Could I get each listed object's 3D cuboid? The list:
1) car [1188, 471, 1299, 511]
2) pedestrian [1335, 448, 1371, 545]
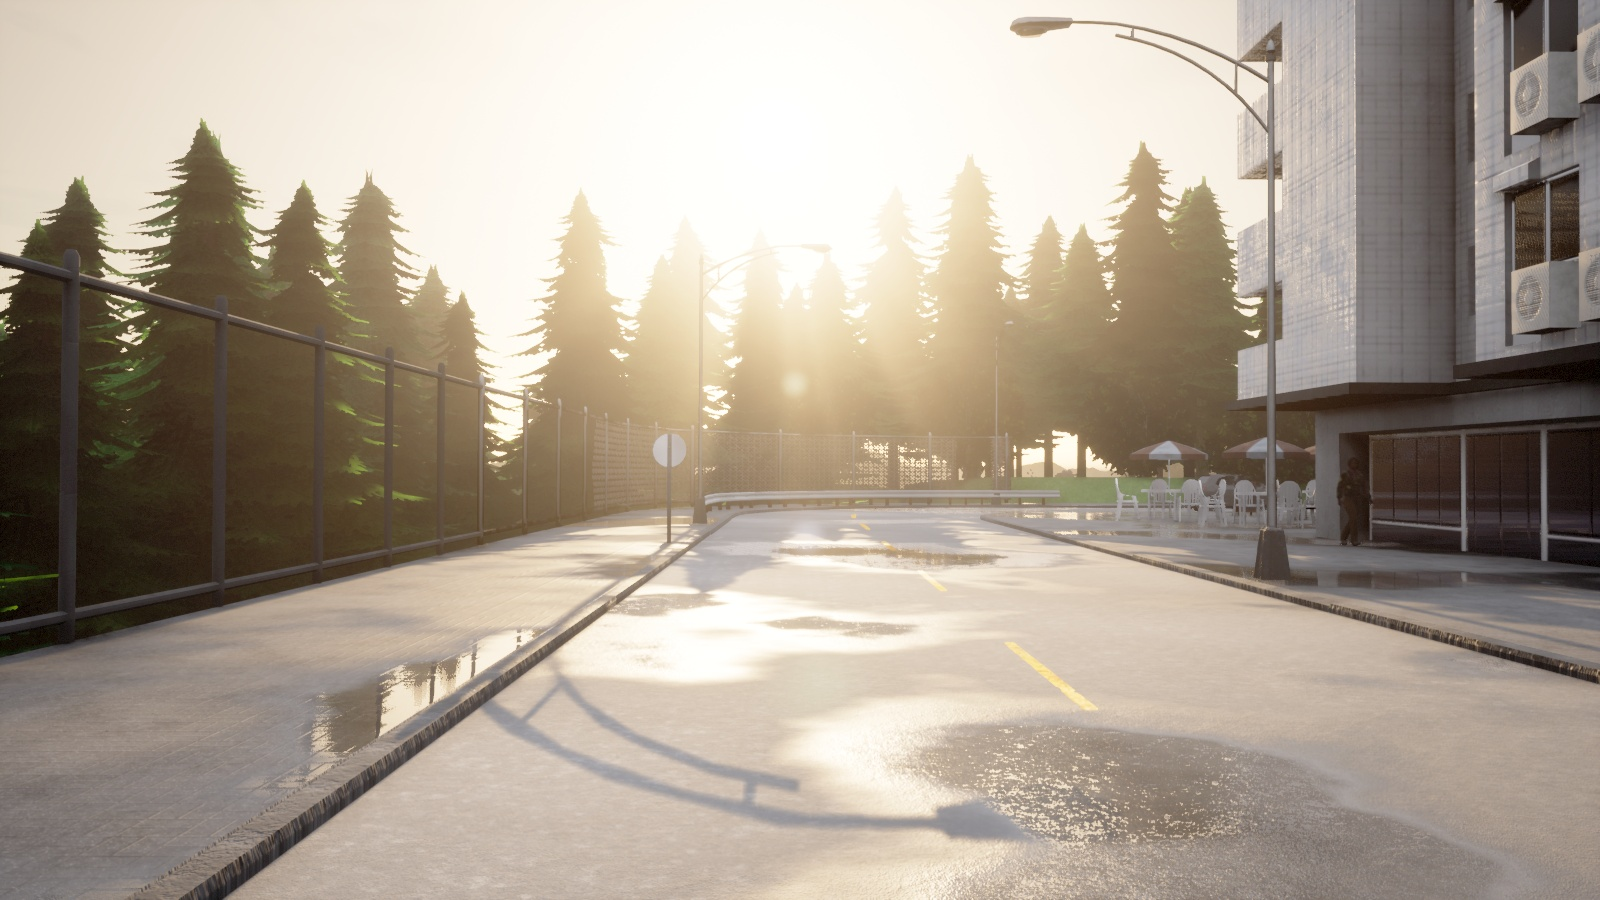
[{"bbox_3d":[17.281,1.581,49.028,3.633,1.501,1.845,0,-1,-1],"label":"car"},{"bbox_3d":[11.169,0.923,25.378,0.395,1.930,0.692,0,-1,0],"label":"pedestrian"}]
